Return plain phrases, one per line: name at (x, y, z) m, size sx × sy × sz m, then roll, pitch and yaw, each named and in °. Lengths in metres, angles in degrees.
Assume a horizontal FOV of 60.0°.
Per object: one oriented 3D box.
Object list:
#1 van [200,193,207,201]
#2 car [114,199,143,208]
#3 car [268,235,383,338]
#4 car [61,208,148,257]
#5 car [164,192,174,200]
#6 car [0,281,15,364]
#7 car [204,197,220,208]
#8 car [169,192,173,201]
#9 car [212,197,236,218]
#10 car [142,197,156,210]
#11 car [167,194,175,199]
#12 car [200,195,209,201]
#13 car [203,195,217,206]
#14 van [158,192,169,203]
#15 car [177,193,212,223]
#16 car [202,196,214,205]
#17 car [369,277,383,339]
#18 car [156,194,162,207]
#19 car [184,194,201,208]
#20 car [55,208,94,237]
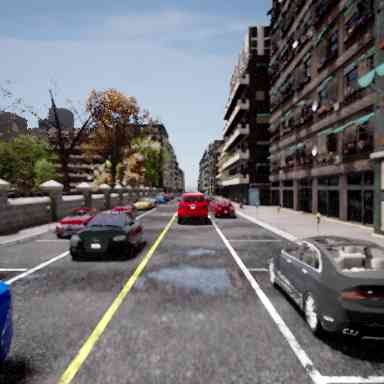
van at (2.678, 1.065, 78.458) m, size 1.690 × 1.788 × 3.998 m, roll 0°, pitch 0°, yaw 0°
car at (-5.696, 1.473, 28.641) m, size 1.802 × 1.307 × 4.206 m, roll 0°, pitch 0°, yaw 0°
car at (2.686, 1.525, 6.502) m, size 2.008 × 1.369 × 4.403 m, roll 0°, pitch 0°, yaw 0°
car at (-3.044, 1.515, 12.557) m, size 1.994 × 1.385 × 4.181 m, roll 0°, pitch 0°, yaw 1°
car at (-5.703, 1.021, 83.991) m, size 2.192 × 1.841 × 5.009 m, roll 0°, pitch 0°, yaw 0°
car at (-3.086, 1.469, 1.964) m, size 1.882 × 1.535 × 5.008 m, roll 0°, pitch 0°, yaw 0°
car at (2.682, 1.399, 45.248) m, size 1.947 × 1.339 × 4.313 m, roll 0°, pitch 0°, yaw 0°
car at (-5.702, 1.074, 67.386) m, size 2.192 × 1.841 × 5.009 m, roll 0°, pitch 0°, yaw 0°
car at (2.684, 1.436, 28.642) m, size 1.887 × 1.381 × 4.507 m, roll 0°, pitch 0°, yaw 0°
car at (-5.698, 1.378, 39.541) m, size 1.752 × 1.417 × 4.829 m, roll 0°, pitch 0°, yaw 0°
car at (-5.702, 1.255, 89.528) m, size 1.947 × 1.339 × 4.313 m, roll 0°, pitch 0°, yaw 0°
car at (2.680, 1.307, 72.923) m, size 1.947 × 1.339 × 4.313 m, roll 0°, pitch 0°, yaw 0°
car at (2.681, 1.255, 50.782) m, size 1.967 × 1.590 × 4.097 m, roll 0°, pitch 0°, yaw 0°
van at (-5.701, 1.118, 61.850) m, size 1.690 × 1.788 × 3.998 m, roll 0°, pitch 0°, yaw 0°
car at (0.075, 1.128, 24.885) m, size 2.150 × 2.045 × 5.566 m, roll 0°, pitch 0°, yaw 0°
car at (2.681, 1.362, 56.318) m, size 1.947 × 1.339 × 4.313 m, roll 0°, pitch 0°, yaw 0°
car at (2.687, 1.541, 0.966) m, size 1.887 × 1.381 × 4.507 m, roll 0°, pitch 0°, yaw 0°
car at (-5.698, 1.384, 45.246) m, size 2.008 × 1.369 × 4.403 m, roll 0°, pitch 0°, yaw 0°
car at (0.092, 1.187, 44.728) m, size 2.097 × 1.767 × 4.553 m, roll 0°, pitch 0°, yaw 0°
car at (-5.695, 1.514, 17.570) m, size 1.802 × 1.307 × 4.206 m, roll 0°, pitch 0°, yaw 0°
